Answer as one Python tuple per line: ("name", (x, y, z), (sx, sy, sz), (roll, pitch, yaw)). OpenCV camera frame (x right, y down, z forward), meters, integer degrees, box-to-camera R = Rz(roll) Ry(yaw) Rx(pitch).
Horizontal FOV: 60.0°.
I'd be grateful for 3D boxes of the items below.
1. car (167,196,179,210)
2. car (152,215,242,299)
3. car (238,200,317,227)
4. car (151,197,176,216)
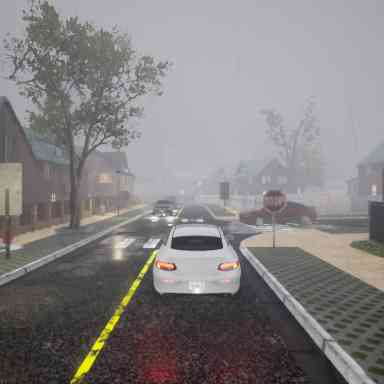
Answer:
("car", (-2.866, 1.532, 42.911), (1.994, 1.385, 4.181), (0, 0, -1))
("car", (0.107, 1.523, 8.300), (1.812, 1.442, 4.674), (0, 0, 0))
("car", (5.426, 1.317, 21.324), (5.008, 1.535, 1.882), (-2, 0, -10))
("car", (-2.799, 1.503, 32.877), (1.812, 1.442, 4.674), (0, 0, -1))
